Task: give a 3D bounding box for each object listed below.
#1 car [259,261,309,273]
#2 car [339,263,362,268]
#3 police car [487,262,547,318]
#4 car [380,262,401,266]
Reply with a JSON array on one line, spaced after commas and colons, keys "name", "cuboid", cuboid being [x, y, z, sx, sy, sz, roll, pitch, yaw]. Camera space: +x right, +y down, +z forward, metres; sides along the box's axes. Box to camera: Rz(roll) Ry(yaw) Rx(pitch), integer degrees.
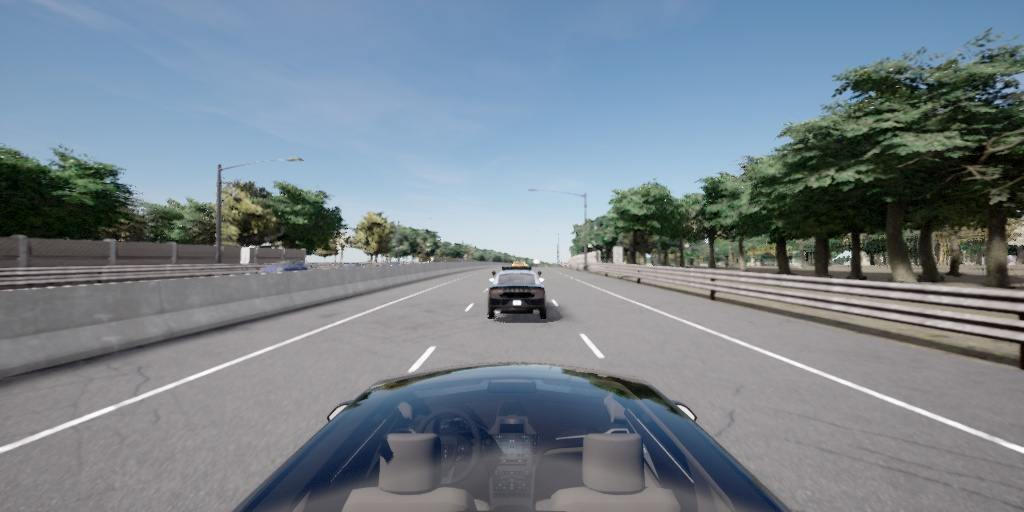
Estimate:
[{"name": "car", "cuboid": [-20.655, 1.216, 32.643, 2.097, 1.767, 4.553, 0, 0, 2]}, {"name": "car", "cuboid": [-16.998, 1.470, 37.903, 1.994, 1.385, 4.181, 0, -1, 2]}, {"name": "police car", "cuboid": [0.176, 1.187, 13.170, 1.930, 1.638, 5.238, 0, 0, 1]}, {"name": "car", "cuboid": [-13.450, 1.420, 39.342, 1.837, 1.490, 4.892, 0, 0, 2]}]
